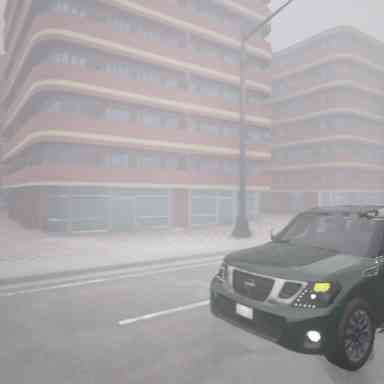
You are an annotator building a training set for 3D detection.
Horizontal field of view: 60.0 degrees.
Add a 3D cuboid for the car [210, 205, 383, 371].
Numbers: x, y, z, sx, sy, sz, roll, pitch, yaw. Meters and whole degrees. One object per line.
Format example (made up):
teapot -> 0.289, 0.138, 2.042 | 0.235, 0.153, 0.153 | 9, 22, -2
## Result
car -> 2.940, 1.293, 6.157 | 5.566, 2.045, 2.150 | 1, -1, -36
